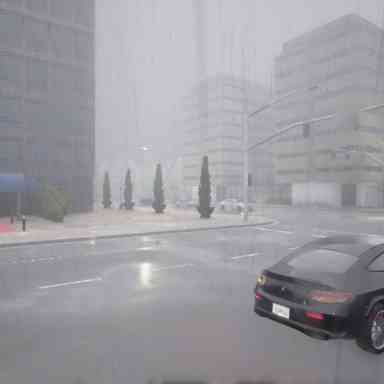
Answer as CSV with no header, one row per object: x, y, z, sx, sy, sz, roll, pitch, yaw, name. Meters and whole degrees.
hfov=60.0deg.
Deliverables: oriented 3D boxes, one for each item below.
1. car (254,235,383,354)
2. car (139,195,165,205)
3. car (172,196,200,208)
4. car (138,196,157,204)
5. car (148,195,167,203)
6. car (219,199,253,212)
3.149,1.526,6.066,4.674,1.442,1.812,0,0,-35,car
-6.577,1.352,56.146,2.097,1.767,4.553,0,0,-36,car
-0.490,1.601,47.448,1.895,1.301,4.718,0,0,-35,car
-8.788,1.564,65.722,1.994,1.385,4.181,0,0,-35,car
-7.344,1.503,69.697,1.837,1.490,4.892,0,0,-35,car
5.132,1.526,39.432,1.812,1.442,4.674,0,0,-35,car
